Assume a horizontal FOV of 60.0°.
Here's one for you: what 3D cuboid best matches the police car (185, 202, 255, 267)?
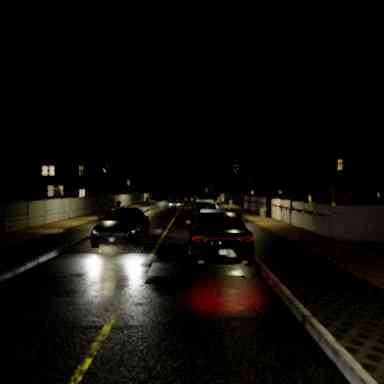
[{"bbox_3d":[0.816,1.337,11.214,1.930,1.638,5.238,0,0,0],"label":"police car"}]

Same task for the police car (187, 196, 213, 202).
[{"bbox_3d":[0.808,1.269,21.216,1.930,1.638,5.238,0,0,0],"label":"police car"}]

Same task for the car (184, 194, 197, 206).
[{"bbox_3d":[-0.018,1.043,48.017,2.097,1.767,4.553,0,0,0],"label":"car"}]

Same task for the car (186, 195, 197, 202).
[{"bbox_3d":[-0.052,1.193,62.526,1.994,1.385,4.181,0,0,0],"label":"car"}]

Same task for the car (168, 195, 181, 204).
[{"bbox_3d":[-2.870,1.203,55.556,2.033,1.411,5.357,0,0,0],"label":"car"}]

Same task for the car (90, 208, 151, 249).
[{"bbox_3d":[-2.861,1.416,14.159,1.812,1.442,4.674,0,0,0],"label":"car"}]

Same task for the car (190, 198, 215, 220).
[{"bbox_3d":[0.803,1.311,27.106,1.837,1.490,4.892,0,0,0],"label":"car"}]
